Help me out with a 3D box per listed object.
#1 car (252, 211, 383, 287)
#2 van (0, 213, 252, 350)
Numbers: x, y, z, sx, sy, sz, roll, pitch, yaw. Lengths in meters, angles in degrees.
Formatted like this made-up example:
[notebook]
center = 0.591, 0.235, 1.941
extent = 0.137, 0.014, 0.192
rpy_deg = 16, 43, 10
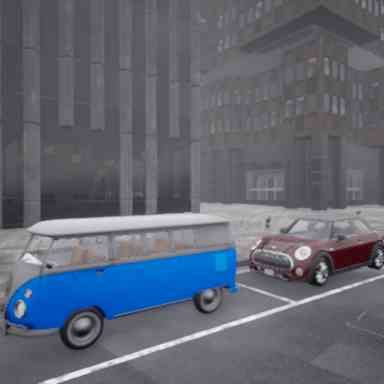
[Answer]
[car]
center = 3.472, 1.382, 9.130
extent = 4.097, 1.590, 1.967
rpy_deg = -1, 1, -36
[van]
center = -1.024, 1.323, 5.919
extent = 3.998, 1.788, 1.690
rpy_deg = -1, 1, -36
